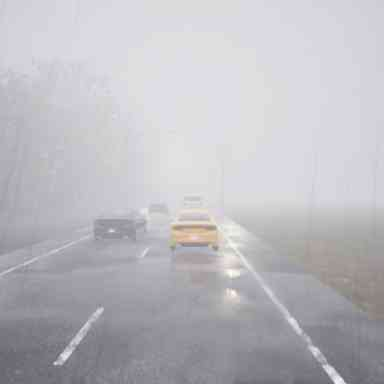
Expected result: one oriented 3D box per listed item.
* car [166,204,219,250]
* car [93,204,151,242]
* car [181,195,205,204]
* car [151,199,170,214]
[{"bbox_3d":[0.084,1.498,14.479,1.882,1.535,5.008,0,0,0],"label":"car"},{"bbox_3d":[-3.418,1.502,16.622,1.882,1.535,5.008,0,0,0],"label":"car"},{"bbox_3d":[0.060,1.269,33.113,2.150,2.045,5.566,0,0,0],"label":"car"},{"bbox_3d":[-3.442,1.529,35.426,1.882,1.535,5.008,0,0,0],"label":"car"}]
